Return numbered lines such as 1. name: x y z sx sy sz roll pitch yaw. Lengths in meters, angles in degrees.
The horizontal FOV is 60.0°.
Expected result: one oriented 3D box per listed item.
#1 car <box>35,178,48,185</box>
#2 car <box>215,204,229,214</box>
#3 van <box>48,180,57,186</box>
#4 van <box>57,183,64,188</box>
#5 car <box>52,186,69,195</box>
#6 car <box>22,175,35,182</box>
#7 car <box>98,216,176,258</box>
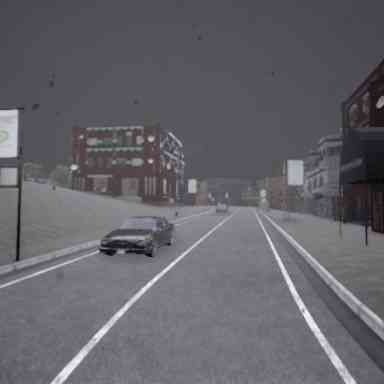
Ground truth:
1. car: -26.171 -1.435 54.976 2.002 1.452 4.674 1 -4 -5
2. car: 4.883 2.713 53.583 1.837 1.490 4.892 0 -2 10
3. van: -26.720 -1.321 60.626 1.878 1.987 4.442 1 -4 -6
4. van: -27.398 -0.931 66.109 1.878 1.987 4.442 1 -4 -7
5. car: -28.165 -0.278 71.482 2.163 1.488 4.792 1 -4 -8
6. car: -25.714 -1.784 49.463 2.002 1.452 4.674 1 -3 -4
7. car: -1.987 1.719 13.965 2.033 1.411 5.357 0 -1 10
